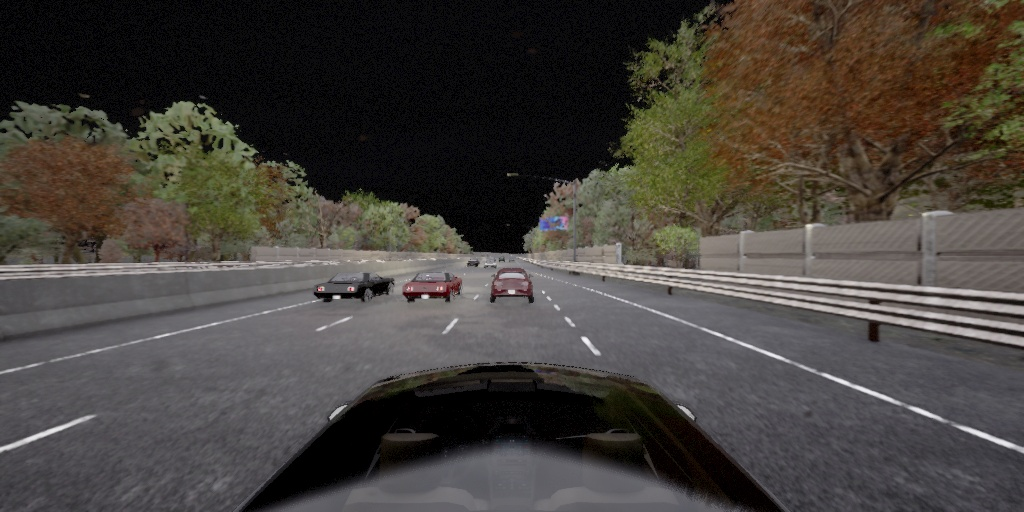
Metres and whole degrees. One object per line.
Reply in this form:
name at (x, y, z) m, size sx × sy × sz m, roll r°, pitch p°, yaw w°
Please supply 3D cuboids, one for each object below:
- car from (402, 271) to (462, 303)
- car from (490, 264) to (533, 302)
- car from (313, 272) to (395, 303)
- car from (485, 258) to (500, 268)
car at (-3.501, 1.359, 16.727) m, size 1.895 × 1.301 × 4.718 m, roll 0°, pitch 0°, yaw 0°
car at (-0.002, 1.284, 16.826) m, size 1.812 × 1.442 × 4.674 m, roll 0°, pitch 0°, yaw 0°
car at (-7.002, 1.359, 16.567) m, size 1.895 × 1.301 × 4.718 m, roll 0°, pitch 0°, yaw 0°
car at (-3.506, 1.383, 59.869) m, size 1.895 × 1.301 × 4.718 m, roll 0°, pitch 0°, yaw 0°
